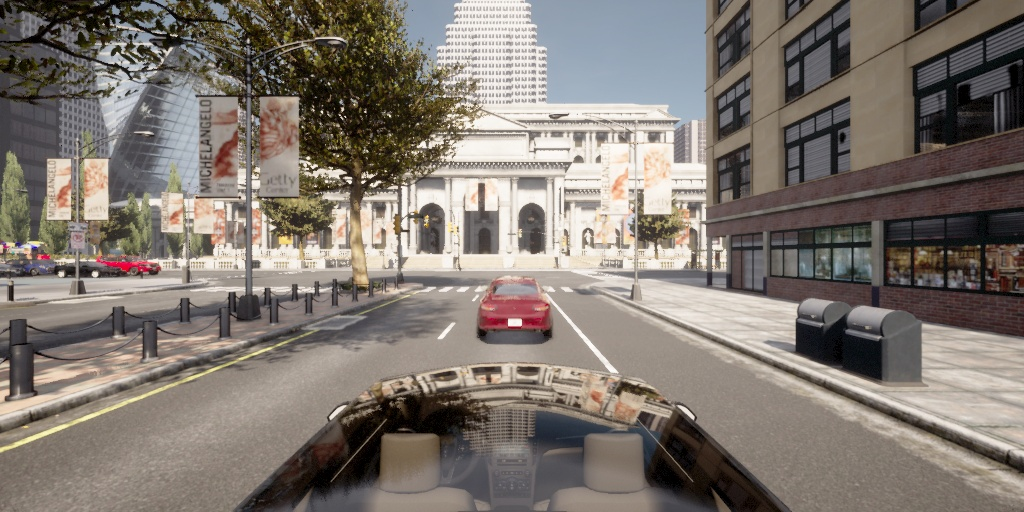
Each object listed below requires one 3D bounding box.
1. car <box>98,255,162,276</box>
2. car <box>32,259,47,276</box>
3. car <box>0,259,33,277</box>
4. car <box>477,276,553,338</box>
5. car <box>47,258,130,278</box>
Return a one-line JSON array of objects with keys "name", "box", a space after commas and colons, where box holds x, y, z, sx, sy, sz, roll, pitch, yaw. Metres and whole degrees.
[{"name": "car", "box": [-39.507, 0.967, 36.858, 5.566, 2.045, 2.150, 0, 0, 0]}, {"name": "car", "box": [-49.126, 1.098, 36.799, 4.553, 1.767, 2.097, 0, 0, -1]}, {"name": "car", "box": [-48.321, 1.272, 33.326, 4.674, 1.442, 1.812, 0, 0, -1]}, {"name": "car", "box": [0.081, 1.275, 10.088, 1.812, 1.442, 4.674, 0, 0, 0]}, {"name": "car", "box": [-39.318, 1.224, 33.356, 5.008, 1.535, 1.882, 0, 0, 0]}]
